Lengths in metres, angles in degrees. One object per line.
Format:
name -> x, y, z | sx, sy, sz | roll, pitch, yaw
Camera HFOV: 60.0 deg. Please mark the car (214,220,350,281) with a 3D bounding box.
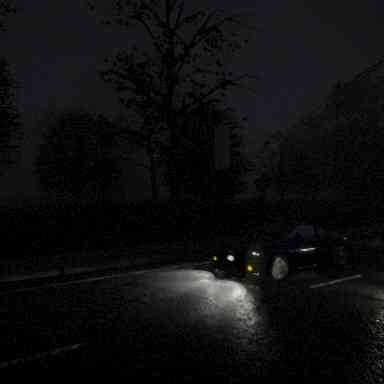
car -> 2.698, 1.539, 9.760 | 4.181, 1.385, 1.994 | 0, 0, -32
